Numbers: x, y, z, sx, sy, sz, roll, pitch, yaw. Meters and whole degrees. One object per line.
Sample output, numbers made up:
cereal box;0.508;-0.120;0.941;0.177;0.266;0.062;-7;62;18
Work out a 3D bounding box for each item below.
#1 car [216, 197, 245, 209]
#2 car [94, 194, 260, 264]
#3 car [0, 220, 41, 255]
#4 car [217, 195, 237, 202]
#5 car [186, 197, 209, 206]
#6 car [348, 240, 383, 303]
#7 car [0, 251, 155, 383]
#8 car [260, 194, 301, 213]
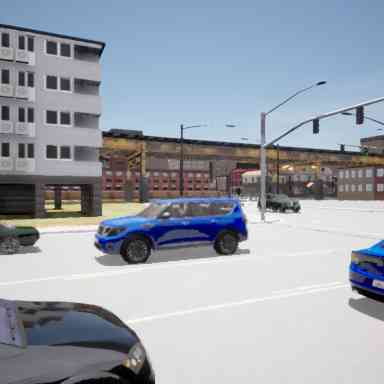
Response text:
car;5.278;1.526;46.437;1.812;1.442;4.674;0;0;-25
car;-0.575;1.221;11.938;5.566;2.045;2.150;0;0;-26
car;-8.086;1.601;11.908;4.718;1.301;1.895;0;0;-30
car;8.273;1.540;78.716;2.033;1.411;5.357;0;0;40
car;0.858;1.547;55.887;2.033;1.411;5.357;0;0;-20
car;5.560;1.478;6.910;5.008;1.535;1.882;0;0;-25
car;-2.418;1.564;2.758;4.181;1.385;1.994;0;0;-32
car;9.651;1.222;37.283;2.150;2.045;5.566;0;0;-26
